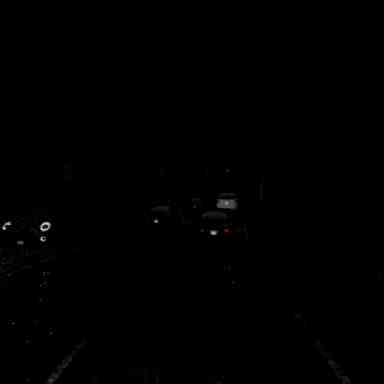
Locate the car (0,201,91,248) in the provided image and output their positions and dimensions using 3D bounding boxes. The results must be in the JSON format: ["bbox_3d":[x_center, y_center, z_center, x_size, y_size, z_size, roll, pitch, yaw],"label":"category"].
[{"bbox_3d":[-6.223,1.314,14.698,2.097,1.767,4.553,0,0,6],"label":"car"}]

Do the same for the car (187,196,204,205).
[{"bbox_3d":[0.645,1.367,57.008,2.033,1.411,5.357,0,1,11],"label":"car"}]

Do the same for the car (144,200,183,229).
[{"bbox_3d":[-1.764,1.487,21.353,1.812,1.442,4.674,0,0,7],"label":"car"}]

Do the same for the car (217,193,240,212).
[{"bbox_3d":[3.840,1.153,35.071,2.150,2.045,5.566,0,0,10],"label":"car"}]

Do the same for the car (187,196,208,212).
[{"bbox_3d":[0.694,1.390,37.357,1.882,1.535,5.008,0,0,10],"label":"car"}]

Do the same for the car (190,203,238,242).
[{"bbox_3d":[1.146,1.504,16.109,1.812,1.442,4.674,0,0,6],"label":"car"}]

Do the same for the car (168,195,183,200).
[{"bbox_3d":[-2.794,1.254,57.654,1.882,1.535,5.008,0,1,11],"label":"car"}]
